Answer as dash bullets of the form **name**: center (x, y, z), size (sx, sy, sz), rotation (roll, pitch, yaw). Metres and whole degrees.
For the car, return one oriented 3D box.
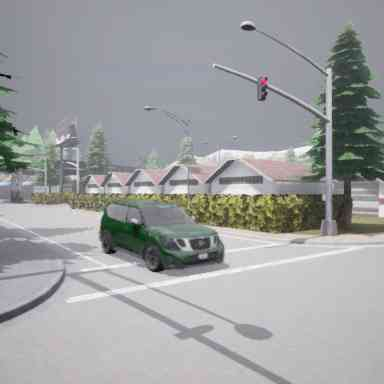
- **car**: center (-1.335, 1.352, 11.341), size (2.150, 2.045, 5.566), rotation (0, 1, -37)
